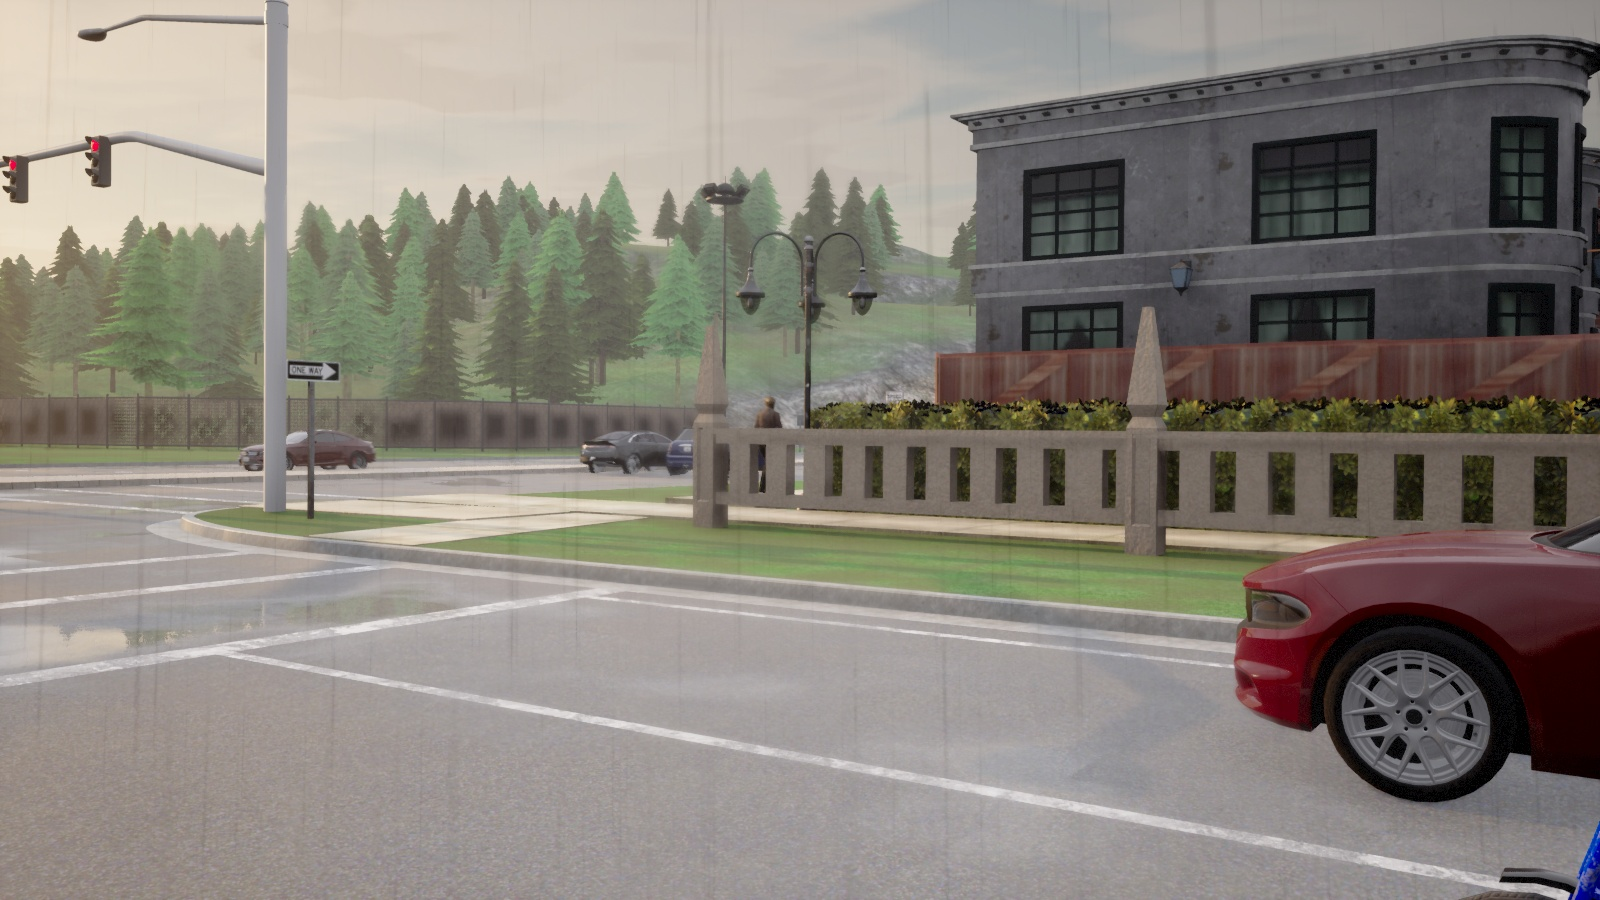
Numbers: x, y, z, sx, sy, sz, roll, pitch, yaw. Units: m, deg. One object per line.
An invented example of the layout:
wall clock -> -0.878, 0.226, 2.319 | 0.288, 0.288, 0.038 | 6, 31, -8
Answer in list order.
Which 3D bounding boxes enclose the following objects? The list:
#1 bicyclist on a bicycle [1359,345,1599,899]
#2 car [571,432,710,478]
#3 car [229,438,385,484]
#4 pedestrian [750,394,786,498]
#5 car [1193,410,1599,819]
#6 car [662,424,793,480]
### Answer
bicyclist on a bicycle -> 1.935, 0.618, 2.330 | 1.509, 1.612, 0.866 | 0, 1, 34
car -> -5.555, 0.134, 44.256 | 2.128, 1.511, 4.902 | 0, 1, 34
car -> -16.537, 0.329, 42.325 | 1.812, 1.442, 4.674 | 0, 1, 34
pedestrian -> -0.570, -0.071, 22.548 | 0.331, 1.846, 0.634 | 0, 1, 31
car -> 4.344, 0.602, 4.940 | 5.008, 1.535, 1.882 | 0, 1, 34
car -> -2.400, 0.029, 42.672 | 2.097, 1.767, 4.553 | 0, 1, 34
